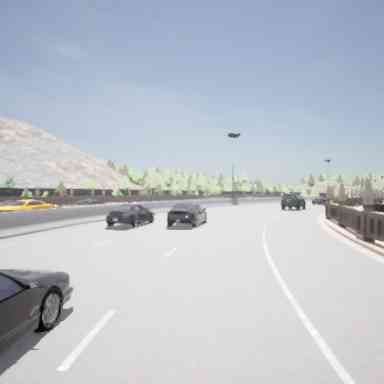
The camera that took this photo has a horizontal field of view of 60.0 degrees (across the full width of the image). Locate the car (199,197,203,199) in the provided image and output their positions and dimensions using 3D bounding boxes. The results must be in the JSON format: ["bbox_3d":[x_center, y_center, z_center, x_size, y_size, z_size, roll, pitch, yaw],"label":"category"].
[{"bbox_3d":[2.962,1.450,66.881,1.812,1.442,4.674,0,0,38],"label":"car"}]

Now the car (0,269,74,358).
[{"bbox_3d":[-3.238,1.526,3.744,2.033,1.411,5.357,0,0,3],"label":"car"}]

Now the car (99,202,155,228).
[{"bbox_3d":[-3.962,1.476,21.834,1.812,1.442,4.674,0,0,14],"label":"car"}]

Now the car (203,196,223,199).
[{"bbox_3d":[4.627,1.463,63.300,1.812,1.442,4.674,0,0,37],"label":"car"}]

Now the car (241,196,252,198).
[{"bbox_3d":[10.527,1.489,65.244,1.812,1.442,4.674,0,0,38],"label":"car"}]

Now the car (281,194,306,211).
[{"bbox_3d":[12.892,1.231,42.204,2.150,2.045,5.566,0,0,30],"label":"car"}]

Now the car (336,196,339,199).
[{"bbox_3d":[31.881,1.408,70.320,1.882,1.535,5.008,0,0,38],"label":"car"}]

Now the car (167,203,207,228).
[{"bbox_3d":[-0.242,1.474,22.242,1.837,1.490,4.892,0,0,15],"label":"car"}]

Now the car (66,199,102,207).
[{"bbox_3d":[-9.323,1.419,29.216,1.837,1.490,4.892,0,0,18],"label":"car"}]

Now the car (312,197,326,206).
[{"bbox_3d":[22.226,1.525,57.502,2.128,1.511,4.902,0,0,38],"label":"car"}]

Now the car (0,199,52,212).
[{"bbox_3d":[-13.612,1.373,27.094,1.882,1.535,5.008,0,0,16],"label":"car"}]
